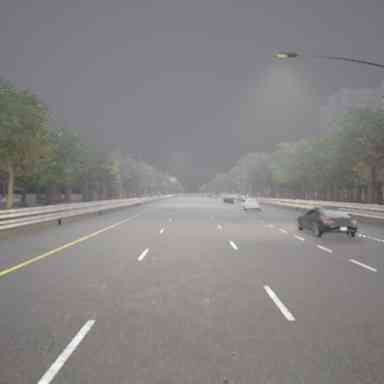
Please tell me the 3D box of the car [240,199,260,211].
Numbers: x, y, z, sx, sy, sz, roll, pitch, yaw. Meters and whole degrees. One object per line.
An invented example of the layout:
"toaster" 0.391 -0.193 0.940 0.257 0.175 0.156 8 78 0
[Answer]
"car" 7.025 1.554 40.430 1.812 1.442 4.674 0 0 0

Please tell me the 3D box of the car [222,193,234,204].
"car" 7.100 1.534 65.953 1.882 1.535 5.008 0 0 0

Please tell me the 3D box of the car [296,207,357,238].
"car" 7.007 1.538 17.654 1.812 1.442 4.674 0 0 0
